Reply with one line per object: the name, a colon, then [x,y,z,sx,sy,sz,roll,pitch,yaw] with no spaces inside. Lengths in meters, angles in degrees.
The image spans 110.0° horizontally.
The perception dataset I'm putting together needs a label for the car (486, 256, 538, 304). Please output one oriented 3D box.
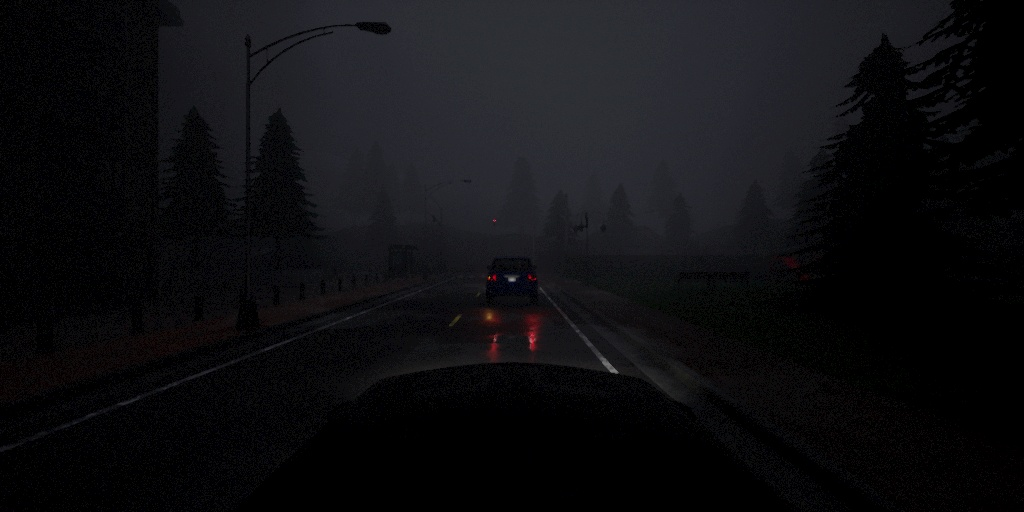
car: [0.000,1.007,16.530,2.150,2.045,5.566,0,0,0]
